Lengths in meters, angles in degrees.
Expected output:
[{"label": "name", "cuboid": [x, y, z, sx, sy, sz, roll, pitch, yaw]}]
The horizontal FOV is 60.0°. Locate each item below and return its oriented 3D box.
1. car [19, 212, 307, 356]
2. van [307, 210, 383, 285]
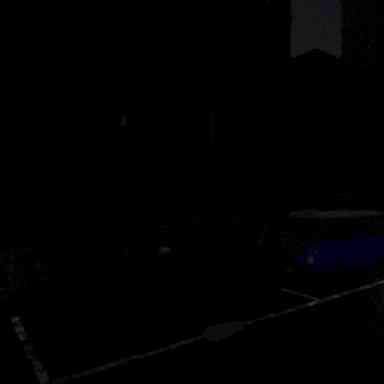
[{"label": "car", "cuboid": [-0.376, 1.346, 6.267, 5.009, 1.841, 2.192, 1, -1, -35]}, {"label": "van", "cuboid": [4.102, 1.424, 9.461, 3.998, 1.788, 1.690, 1, -1, -36]}]
